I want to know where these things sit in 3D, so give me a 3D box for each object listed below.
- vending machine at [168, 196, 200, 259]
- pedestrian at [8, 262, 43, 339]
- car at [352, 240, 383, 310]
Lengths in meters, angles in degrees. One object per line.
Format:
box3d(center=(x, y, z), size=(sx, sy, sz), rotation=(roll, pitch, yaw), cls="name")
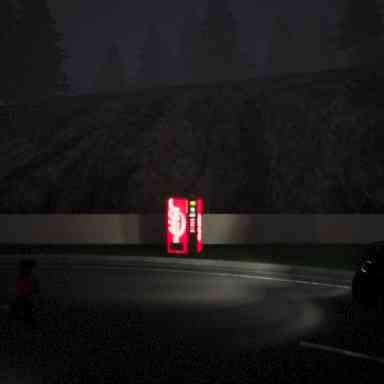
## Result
box3d(center=(-0.263, 1.194, 11.787), size=(0.880, 2.100, 1.100), rotation=(0, 0, 14), cls="vending machine")
box3d(center=(-2.513, 1.292, 5.041), size=(0.375, 1.860, 0.375), rotation=(0, 0, 11), cls="pedestrian")
box3d(center=(5.366, 1.223, 4.671), size=(5.566, 2.045, 2.150), rotation=(0, 0, 39), cls="car")
